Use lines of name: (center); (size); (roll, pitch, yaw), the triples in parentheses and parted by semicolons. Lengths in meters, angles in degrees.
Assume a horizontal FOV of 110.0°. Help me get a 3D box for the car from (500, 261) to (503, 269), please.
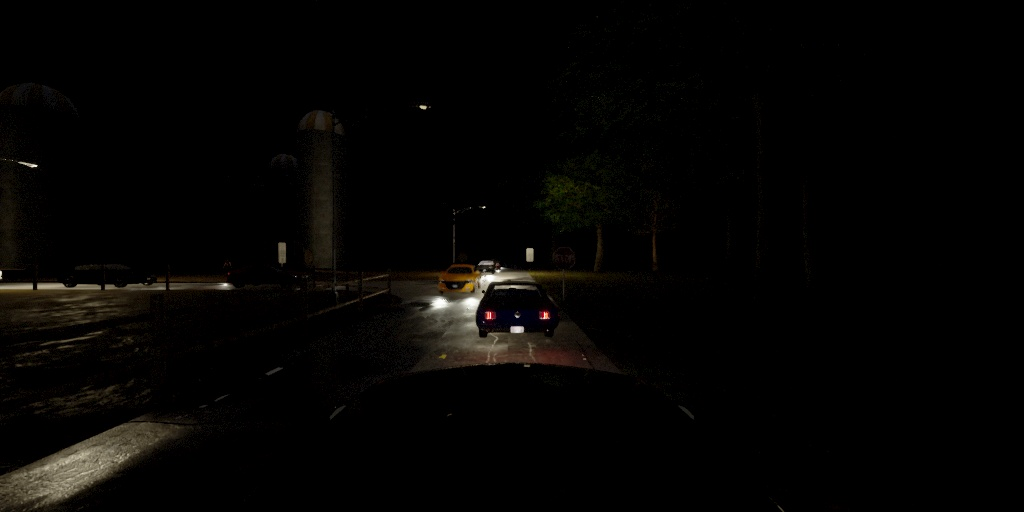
car: (-2.824, 1.196, 54.321); (2.097, 1.767, 4.553); (0, 0, 0)

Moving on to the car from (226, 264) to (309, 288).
car: (-15.495, 1.240, 22.844); (4.674, 1.442, 1.812); (0, 0, -2)

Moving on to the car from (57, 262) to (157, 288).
car: (-25.541, 1.167, 22.726); (5.008, 1.535, 1.882); (0, 0, 0)

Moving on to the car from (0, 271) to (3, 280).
car: (-36.095, 0.889, 22.654); (5.566, 2.045, 2.150); (0, 0, 0)

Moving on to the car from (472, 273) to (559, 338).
car: (0.060, 1.350, 10.201); (1.895, 1.301, 4.718); (0, 0, -2)

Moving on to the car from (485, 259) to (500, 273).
car: (-2.837, 1.270, 40.052); (2.128, 1.511, 4.902); (0, 0, 0)

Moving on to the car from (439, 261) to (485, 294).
car: (-2.845, 1.225, 20.352); (1.882, 1.535, 5.008); (0, 0, 0)

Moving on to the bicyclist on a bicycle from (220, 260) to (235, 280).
bicyclist on a bicycle: (-22.734, 1.135, 28.724); (0.582, 1.620, 1.656); (0, 0, 0)
